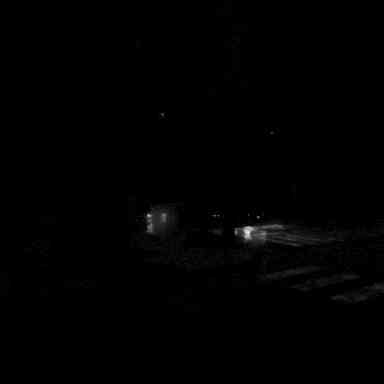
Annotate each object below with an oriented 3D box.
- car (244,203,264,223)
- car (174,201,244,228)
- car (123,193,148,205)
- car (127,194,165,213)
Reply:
[{"bbox_3d":[2.951,1.403,23.716,1.837,1.490,4.892,1,0,-35],"label":"car"},{"bbox_3d":[0.695,1.354,21.281,2.128,1.511,4.902,1,0,-35],"label":"car"},{"bbox_3d":[-8.928,1.098,52.210,2.097,1.767,4.553,1,0,-35],"label":"car"},{"bbox_3d":[-4.631,1.305,34.527,1.837,1.490,4.892,1,0,-35],"label":"car"}]
